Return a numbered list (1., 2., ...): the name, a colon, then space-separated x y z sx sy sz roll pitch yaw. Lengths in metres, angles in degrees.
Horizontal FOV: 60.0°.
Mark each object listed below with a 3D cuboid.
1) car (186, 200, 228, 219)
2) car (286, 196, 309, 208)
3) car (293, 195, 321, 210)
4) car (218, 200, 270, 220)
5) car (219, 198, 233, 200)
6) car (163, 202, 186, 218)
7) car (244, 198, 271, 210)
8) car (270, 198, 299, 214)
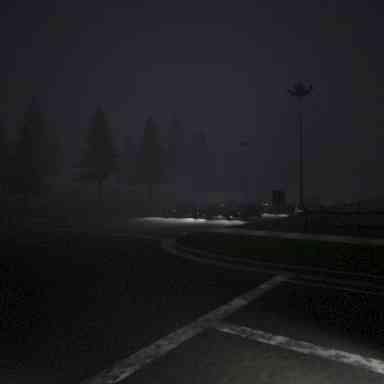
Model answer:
1. car: 1.671 1.779 31.808 1.994 1.385 4.181 -1 -1 35
2. car: 17.041 1.570 53.593 2.097 1.767 4.553 -1 0 36
3. car: 16.345 1.396 46.576 2.150 2.045 5.566 -1 -1 36
4. car: 4.817 1.718 30.200 2.033 1.411 5.357 -1 0 35
5. car: 4.011 1.612 41.226 2.097 1.767 4.553 -1 -1 35
6. car: -1.038 1.784 34.007 1.812 1.442 4.674 -1 -1 35
7. car: 9.873 1.753 49.542 2.128 1.511 4.902 -1 0 35
8. car: 10.287 1.698 37.972 1.812 1.442 4.674 -1 -1 35
